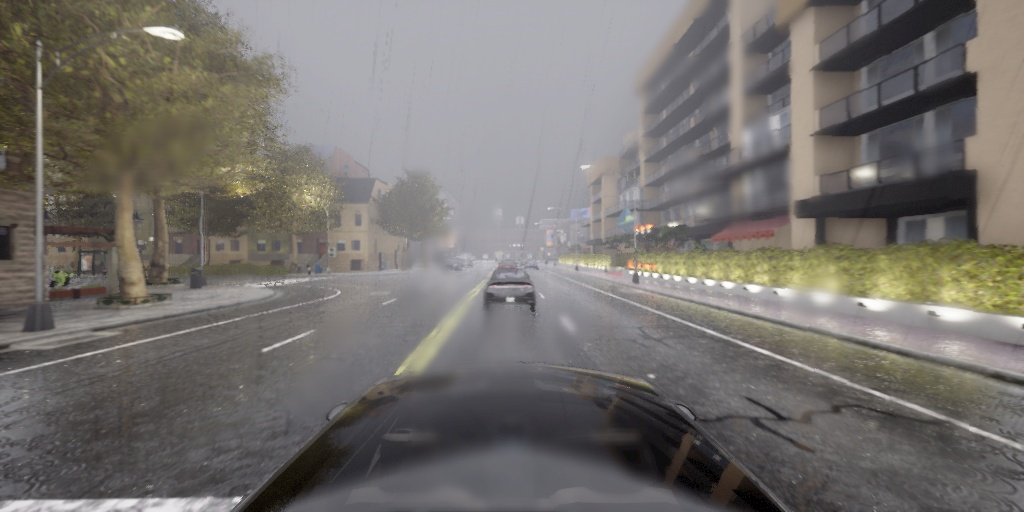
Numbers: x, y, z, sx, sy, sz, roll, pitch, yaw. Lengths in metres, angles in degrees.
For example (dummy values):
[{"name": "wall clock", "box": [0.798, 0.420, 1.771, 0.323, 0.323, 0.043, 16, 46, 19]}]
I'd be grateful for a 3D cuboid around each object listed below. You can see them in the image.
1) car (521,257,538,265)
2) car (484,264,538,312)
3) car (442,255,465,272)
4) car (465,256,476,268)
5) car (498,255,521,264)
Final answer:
[{"name": "car", "box": [2.827, 1.291, 53.597, 2.033, 1.411, 5.357, 0, 0, -1]}, {"name": "car", "box": [-0.076, 1.244, 14.357, 2.128, 1.511, 4.902, 0, 0, -1]}, {"name": "car", "box": [-7.736, 1.149, 46.457, 2.097, 1.767, 4.553, 0, 0, -1]}, {"name": "car", "box": [-7.937, 1.293, 63.799, 2.128, 1.511, 4.902, 0, 0, 0]}, {"name": "car", "box": [-0.435, 1.110, 38.643, 2.097, 1.767, 4.553, 0, 0, -1]}]
